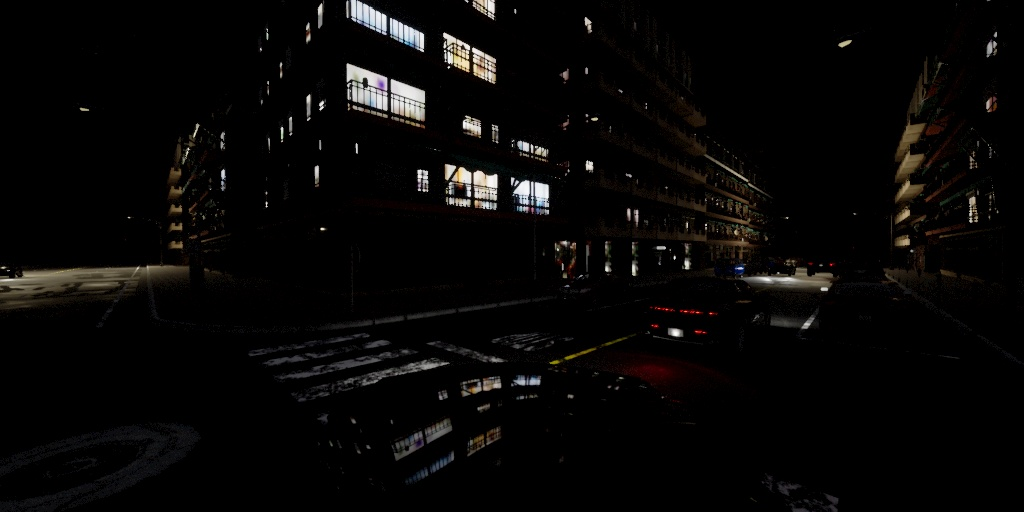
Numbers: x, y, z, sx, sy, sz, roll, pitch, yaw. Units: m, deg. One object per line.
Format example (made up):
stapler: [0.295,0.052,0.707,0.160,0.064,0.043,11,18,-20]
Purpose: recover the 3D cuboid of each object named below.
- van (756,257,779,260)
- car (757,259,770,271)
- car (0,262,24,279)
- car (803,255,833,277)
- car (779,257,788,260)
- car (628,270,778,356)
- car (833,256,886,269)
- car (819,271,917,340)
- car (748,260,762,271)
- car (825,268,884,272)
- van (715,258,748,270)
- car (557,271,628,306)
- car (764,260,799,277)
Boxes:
van: [31.040,1.061,43.936,1.690,1.789,3.998,0,0,44]
car: [27.108,1.304,39.857,1.802,1.307,4.207,0,0,44]
car: [-45.468,1.273,31.919,4.674,1.442,1.812,0,1,44]
car: [30.324,0.949,34.891,2.150,2.045,5.566,0,0,45]
car: [34.958,1.033,48.025,2.192,1.841,5.009,0,0,44]
car: [4.891,1.249,8.765,1.837,1.490,4.892,0,0,44]
car: [21.268,1.050,21.819,2.192,1.841,5.009,0,0,44]
car: [9.689,1.290,9.857,1.888,1.381,4.507,0,0,44]
car: [23.171,1.306,35.786,1.802,1.307,4.207,0,0,44]
car: [13.391,1.307,13.681,1.948,1.339,4.313,0,0,44]
van: [19.232,1.067,31.717,1.690,1.789,3.998,0,0,44]
car: [3.693,1.319,15.665,1.802,1.307,4.207,0,0,44]
car: [27.197,1.326,36.123,1.895,1.301,4.718,0,0,44]
